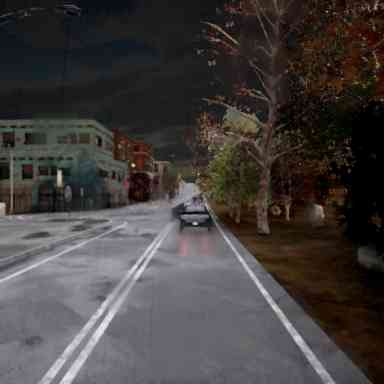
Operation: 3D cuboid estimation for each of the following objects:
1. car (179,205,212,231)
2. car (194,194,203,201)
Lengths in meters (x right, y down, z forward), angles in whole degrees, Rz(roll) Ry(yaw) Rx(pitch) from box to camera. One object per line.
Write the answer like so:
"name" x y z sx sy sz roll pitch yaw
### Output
"car" 0.216 1.542 20.872 2.128 1.511 4.902 0 0 1
"car" 1.532 1.287 77.680 2.097 1.767 4.553 0 0 2
